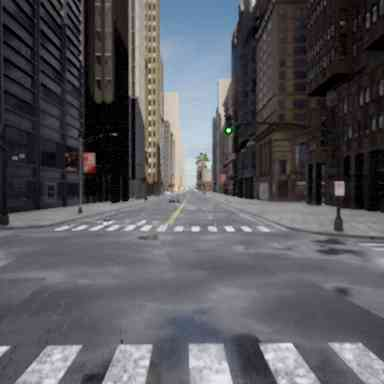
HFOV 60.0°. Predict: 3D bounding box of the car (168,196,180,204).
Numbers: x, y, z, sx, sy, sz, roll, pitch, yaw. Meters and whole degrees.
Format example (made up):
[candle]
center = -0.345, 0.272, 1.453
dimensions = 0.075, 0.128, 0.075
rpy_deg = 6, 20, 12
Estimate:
[car]
center = -3.264, 1.516, 61.388
dimensions = 1.994, 1.385, 4.181
rpy_deg = 0, 0, 0
